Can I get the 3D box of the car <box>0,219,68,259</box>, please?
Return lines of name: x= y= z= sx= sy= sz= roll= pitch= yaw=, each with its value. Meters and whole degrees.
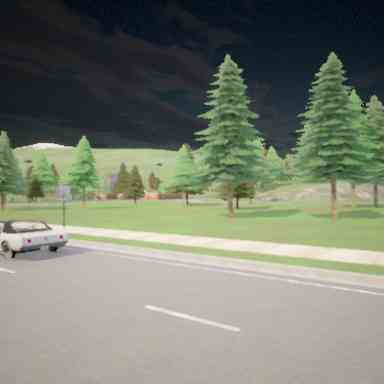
car: x=-7.086 y=1.746 z=13.251 sx=4.718 sy=1.301 sz=1.895 roll=-1 pitch=0 yaw=36
